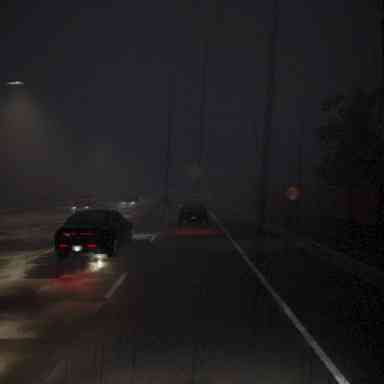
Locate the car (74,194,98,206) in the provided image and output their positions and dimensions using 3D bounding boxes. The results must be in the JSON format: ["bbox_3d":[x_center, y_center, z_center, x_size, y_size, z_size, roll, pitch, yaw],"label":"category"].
[{"bbox_3d":[-14.022,1.054,44.185,1.882,1.535,5.008,0,0,0],"label":"car"}]

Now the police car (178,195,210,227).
[{"bbox_3d":[0.099,1.219,21.375,1.930,1.638,5.238,0,1,0],"label":"police car"}]

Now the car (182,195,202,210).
[{"bbox_3d":[0.039,1.123,38.423,2.128,1.511,4.902,0,1,1],"label":"car"}]

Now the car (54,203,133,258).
[{"bbox_3d":[-3.401,1.387,12.275,1.837,1.490,4.892,0,1,0],"label":"car"}]

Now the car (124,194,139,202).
[{"bbox_3d":[-10.500,1.029,57.872,1.895,1.301,4.718,0,1,0],"label":"car"}]

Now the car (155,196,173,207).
[{"bbox_3d":[-3.400,1.204,41.368,1.895,1.301,4.718,0,1,0],"label":"car"}]
